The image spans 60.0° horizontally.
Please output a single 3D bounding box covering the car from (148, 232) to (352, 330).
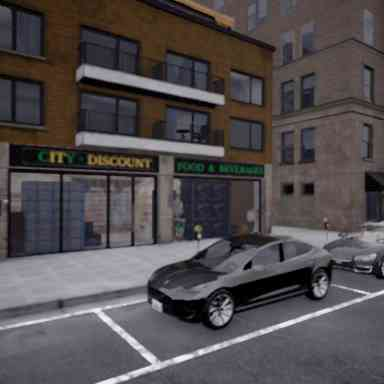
[{"bbox_3d":[1.190,1.606,6.983,4.313,1.339,1.947,1,0,-35],"label":"car"}]

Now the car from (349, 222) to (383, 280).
[{"bbox_3d":[5.722,1.638,10.130,4.403,1.369,2.008,1,0,-35],"label":"car"}]
